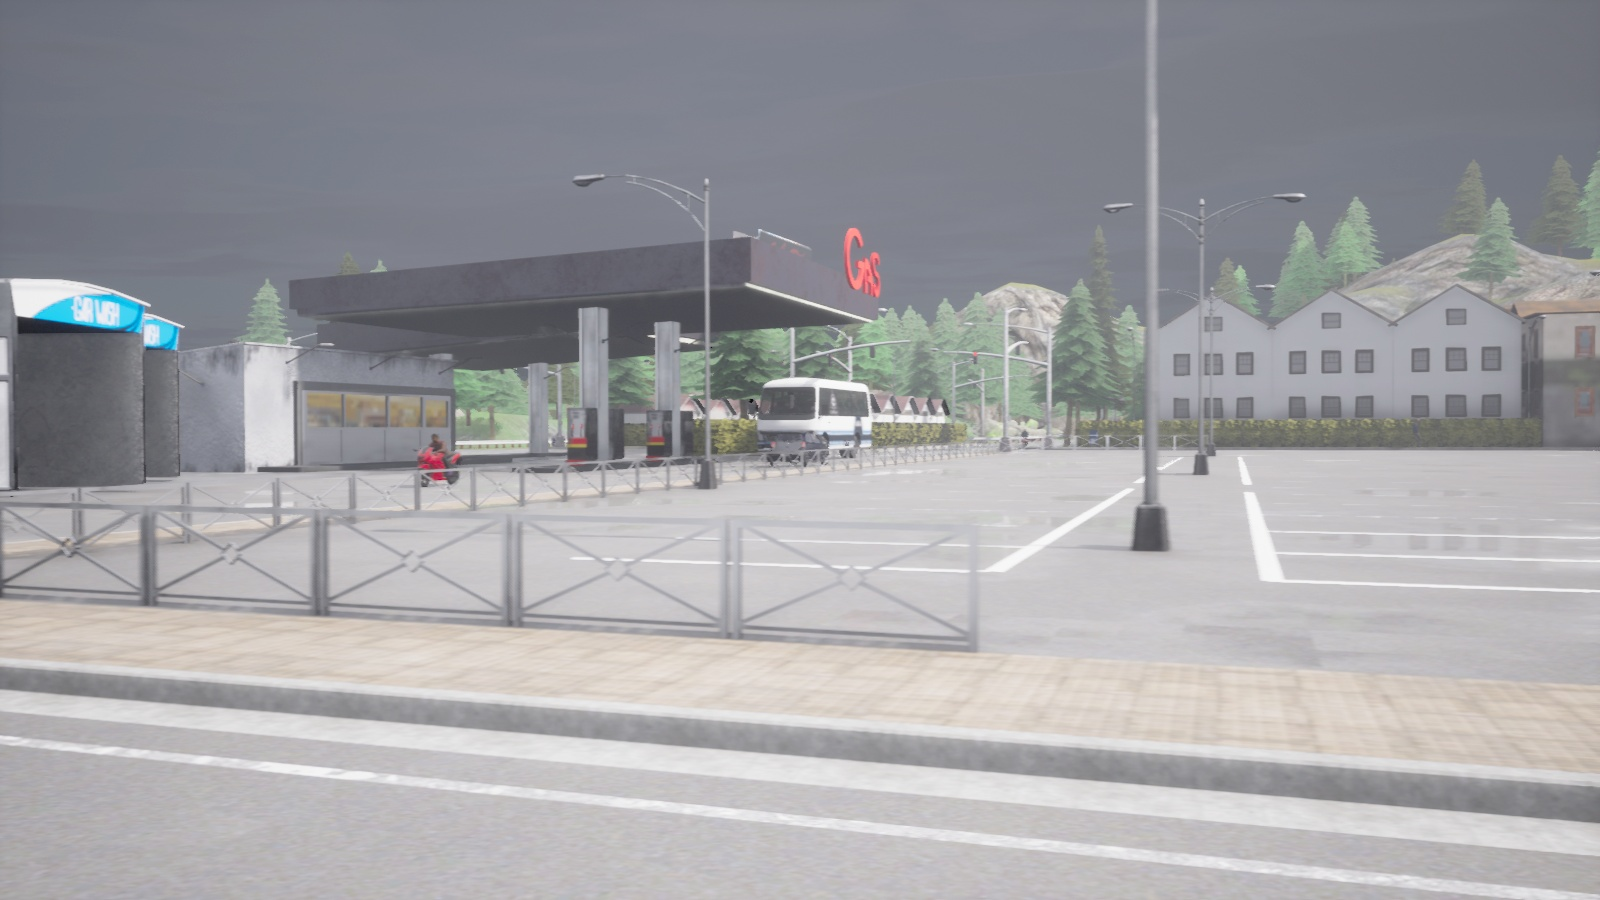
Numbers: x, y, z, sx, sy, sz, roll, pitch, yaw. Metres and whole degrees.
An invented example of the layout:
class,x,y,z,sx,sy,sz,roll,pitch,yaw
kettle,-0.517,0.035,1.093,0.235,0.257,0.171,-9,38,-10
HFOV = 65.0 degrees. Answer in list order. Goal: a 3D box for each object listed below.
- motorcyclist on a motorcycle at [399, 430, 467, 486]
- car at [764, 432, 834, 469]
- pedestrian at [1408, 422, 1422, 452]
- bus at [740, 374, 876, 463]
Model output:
class,x,y,z,sx,sy,sz,roll,pitch,yaw
motorcyclist on a motorcycle,-10.276,0.207,35.214,0.797,1.523,2.044,1,1,19
car,-0.002,-0.019,53.738,1.845,1.501,3.633,1,1,19
pedestrian,36.985,-0.779,75.535,0.726,1.842,0.402,1,1,20
bus,0.640,-1.603,65.995,3.944,4.253,10.273,1,1,19
